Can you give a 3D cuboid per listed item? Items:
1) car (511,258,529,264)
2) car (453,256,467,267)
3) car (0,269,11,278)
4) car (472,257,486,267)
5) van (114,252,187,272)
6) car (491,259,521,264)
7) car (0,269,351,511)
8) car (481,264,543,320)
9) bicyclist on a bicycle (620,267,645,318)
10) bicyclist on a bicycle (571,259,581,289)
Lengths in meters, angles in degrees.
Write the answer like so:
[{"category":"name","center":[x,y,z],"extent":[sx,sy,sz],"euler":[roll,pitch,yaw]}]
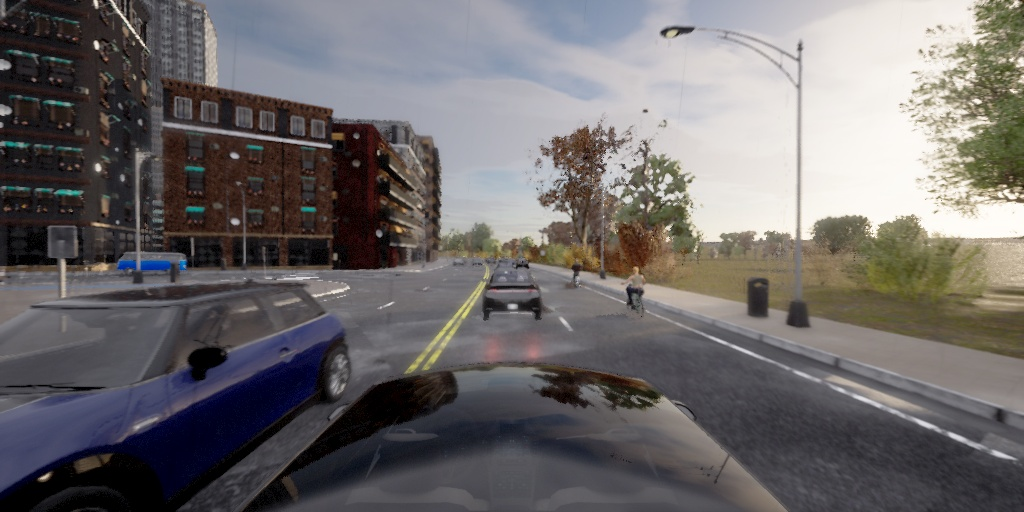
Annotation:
[{"category":"car","center":[1.376,1.121,53.077],"extent":[1.837,1.490,4.892],"euler":[0,0,-4]},{"category":"car","center":[-9.338,1.126,63.056],"extent":[1.812,1.442,4.674],"euler":[0,0,-5]},{"category":"car","center":[-28.867,0.844,18.127],"extent":[4.207,1.307,1.802],"euler":[0,0,-31]},{"category":"car","center":[-6.093,1.142,63.427],"extent":[2.033,1.411,5.357],"euler":[0,0,-5]},{"category":"van","center":[-28.249,0.603,28.263],"extent":[3.998,1.789,1.690],"euler":[0,0,-31]},{"category":"car","center":[-0.550,1.244,30.520],"extent":[1.994,1.385,4.181],"euler":[0,0,-2]},{"category":"car","center":[-3.367,1.100,3.248],"extent":[2.097,1.767,4.553],"euler":[0,0,0]},{"category":"car","center":[-0.018,1.216,12.591],"extent":[2.128,1.511,4.902],"euler":[0,0,-1]},{"category":"bicyclist on a bicycle","center":[4.073,1.159,11.910],"extent":[0.866,1.612,1.509],"euler":[0,0,-1]},{"category":"bicyclist on a bicycle","center":[3.824,1.069,21.514],"extent":[0.659,1.776,1.843],"euler":[0,0,-2]}]
